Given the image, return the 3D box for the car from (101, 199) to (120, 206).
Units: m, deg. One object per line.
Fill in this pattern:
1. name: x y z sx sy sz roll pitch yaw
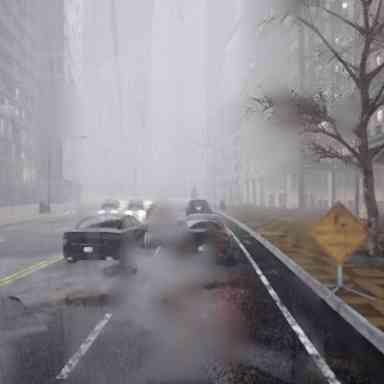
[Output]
1. car: -10.294 1.520 42.156 1.895 1.301 4.718 0 0 -5

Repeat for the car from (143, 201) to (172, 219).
1. car: -2.804 1.525 28.720 1.994 1.385 4.181 0 0 -1

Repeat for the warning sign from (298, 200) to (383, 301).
1. warning sign: 2.970 1.107 6.739 1.300 1.860 1.060 -1 -1 2

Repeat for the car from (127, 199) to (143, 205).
1. car: -6.996 1.532 41.751 1.895 1.301 4.718 0 0 -5

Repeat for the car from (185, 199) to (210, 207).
1. car: 0.466 1.321 27.705 2.097 1.767 4.553 0 0 -1

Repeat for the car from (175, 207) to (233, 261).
1. car: 0.428 1.508 12.095 1.812 1.442 4.674 0 0 2

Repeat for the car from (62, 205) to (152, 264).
1. car: -2.833 1.458 11.816 1.882 1.535 5.008 0 0 2
